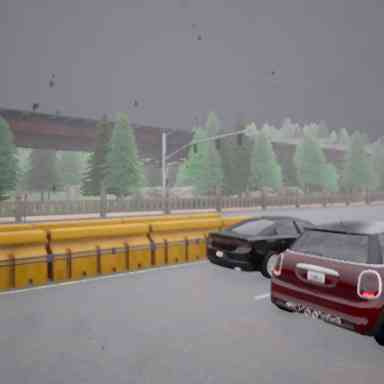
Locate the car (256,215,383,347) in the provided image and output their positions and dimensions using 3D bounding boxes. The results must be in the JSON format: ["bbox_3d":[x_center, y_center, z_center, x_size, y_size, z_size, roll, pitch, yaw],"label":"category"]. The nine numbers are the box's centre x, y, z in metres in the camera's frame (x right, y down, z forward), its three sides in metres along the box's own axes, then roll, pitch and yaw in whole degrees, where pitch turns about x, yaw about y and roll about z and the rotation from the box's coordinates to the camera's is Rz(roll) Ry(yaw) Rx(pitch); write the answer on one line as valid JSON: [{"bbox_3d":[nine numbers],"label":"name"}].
[{"bbox_3d":[3.658,1.327,6.394,4.553,1.767,2.097,0,0,-35],"label":"car"}]

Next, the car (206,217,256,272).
[{"bbox_3d":[2.737,1.447,10.026,5.008,1.535,1.882,0,0,-35],"label":"car"}]
